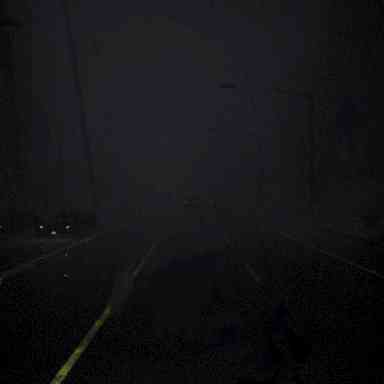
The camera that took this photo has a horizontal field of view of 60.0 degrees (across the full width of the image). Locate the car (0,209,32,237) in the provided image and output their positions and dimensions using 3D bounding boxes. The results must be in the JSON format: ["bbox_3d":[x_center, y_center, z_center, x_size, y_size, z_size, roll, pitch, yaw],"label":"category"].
[{"bbox_3d":[-10.575,1.739,19.690,2.033,1.411,5.357,0,-1,0],"label":"car"}]

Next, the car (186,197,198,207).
[{"bbox_3d":[0.000,1.481,52.367,1.895,1.301,4.718,0,2,0],"label":"car"}]

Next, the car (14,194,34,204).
[{"bbox_3d":[-25.977,1.065,51.270,1.970,1.475,3.806,0,2,0],"label":"car"}]

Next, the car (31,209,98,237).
[{"bbox_3d":[-7.078,1.739,19.691,2.033,1.411,5.357,0,-1,0],"label":"car"}]

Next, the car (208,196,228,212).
[{"bbox_3d":[3.500,1.669,41.921,2.033,1.411,5.357,0,1,0],"label":"car"}]

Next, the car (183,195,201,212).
[{"bbox_3d":[0.000,1.342,41.946,2.150,2.045,5.566,0,1,0],"label":"car"}]
